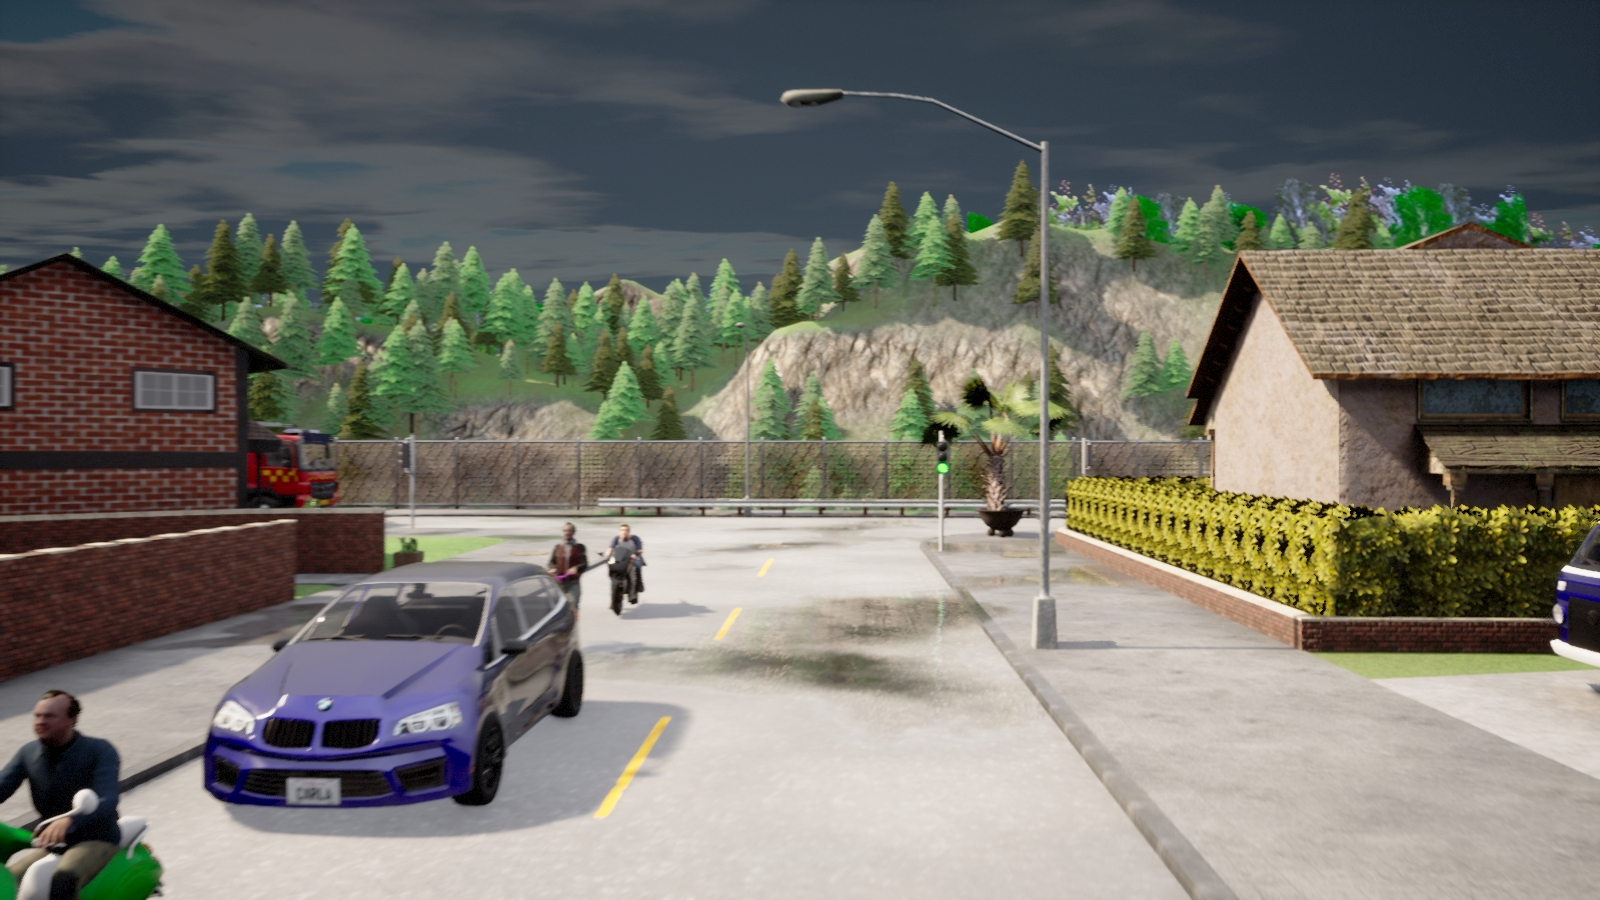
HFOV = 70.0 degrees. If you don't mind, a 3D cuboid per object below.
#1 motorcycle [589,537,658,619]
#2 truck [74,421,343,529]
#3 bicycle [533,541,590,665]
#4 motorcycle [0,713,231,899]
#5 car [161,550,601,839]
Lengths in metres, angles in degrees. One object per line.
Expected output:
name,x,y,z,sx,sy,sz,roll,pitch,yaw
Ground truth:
motorcycle,-3.045,2.185,19.875,0.803,1.199,2.033,0,0,3
truck,-21.653,0.879,42.087,8.468,3.827,2.891,0,0,2
bicycle,-3.273,2.059,15.789,0.329,1.471,1.835,0,0,2
motorcycle,-3.656,2.140,5.530,0.856,1.316,1.805,0,0,2
car,-3.446,1.966,10.575,2.242,1.667,4.611,0,0,2
